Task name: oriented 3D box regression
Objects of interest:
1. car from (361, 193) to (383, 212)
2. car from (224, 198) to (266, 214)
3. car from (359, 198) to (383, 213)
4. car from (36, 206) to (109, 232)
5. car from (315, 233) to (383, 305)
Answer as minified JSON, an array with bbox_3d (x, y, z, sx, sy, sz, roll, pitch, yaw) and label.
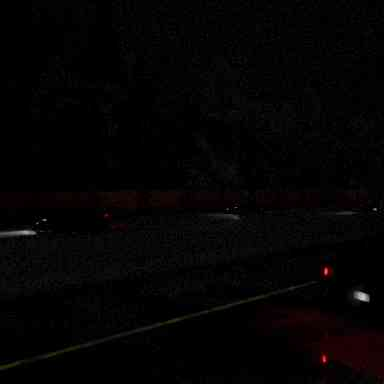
[{"bbox_3d":[17.666,1.085,29.654,5.566,2.045,2.150,-1,0,-36],"label":"car"},{"bbox_3d":[5.423,1.438,33.775,4.892,1.490,1.837,0,0,-36],"label":"car"},{"bbox_3d":[20.014,1.371,35.649,4.674,1.442,1.812,0,0,-36],"label":"car"},{"bbox_3d":[-7.258,1.583,20.333,4.181,1.385,1.994,0,0,-36],"label":"car"},{"bbox_3d":[4.838,1.566,7.241,4.718,1.301,1.895,0,0,-36],"label":"car"}]
